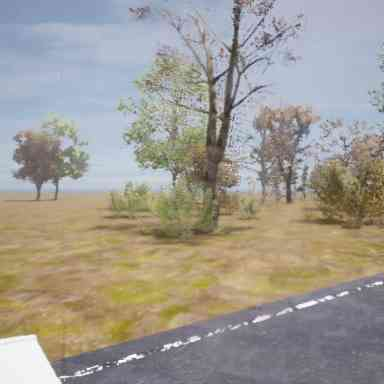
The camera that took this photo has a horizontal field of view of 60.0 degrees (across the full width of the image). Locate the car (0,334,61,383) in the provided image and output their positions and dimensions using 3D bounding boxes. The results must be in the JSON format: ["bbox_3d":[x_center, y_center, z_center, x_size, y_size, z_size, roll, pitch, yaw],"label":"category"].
[{"bbox_3d":[-2.933,1.591,1.258,4.718,1.301,1.895,0,0,-36],"label":"car"}]
